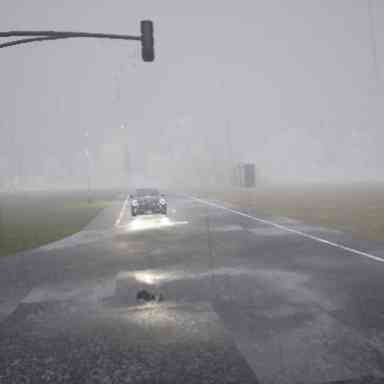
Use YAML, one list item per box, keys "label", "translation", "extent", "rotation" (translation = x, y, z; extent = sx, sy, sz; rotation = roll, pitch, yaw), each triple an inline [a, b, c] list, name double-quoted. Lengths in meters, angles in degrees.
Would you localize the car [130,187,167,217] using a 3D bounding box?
- label: "car"
  translation: [-2.838, 0.509, 21.244]
  extent: [2.097, 1.767, 4.553]
  rotation: [-3, 3, -10]
